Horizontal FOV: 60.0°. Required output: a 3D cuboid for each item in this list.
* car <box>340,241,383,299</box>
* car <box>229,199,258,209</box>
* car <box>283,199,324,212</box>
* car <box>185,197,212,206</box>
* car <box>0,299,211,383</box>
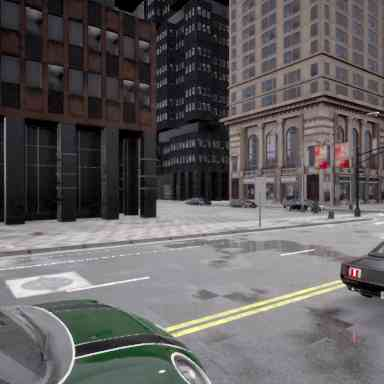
[{"bbox_3d":[5.363,1.601,7.265,4.718,1.301,1.895,0,0,-35],"label":"car"},{"bbox_3d":[7.069,1.600,46.225,1.994,1.385,4.181,0,0,-36],"label":"car"},{"bbox_3d":[12.734,1.517,38.223,2.128,1.511,4.902,0,0,-35],"label":"car"},{"bbox_3d":[1.005,1.597,54.820,2.033,1.411,5.357,0,0,-36],"label":"car"},{"bbox_3d":[-1.982,1.352,2.025,4.553,1.767,2.097,0,0,-35],"label":"car"}]
